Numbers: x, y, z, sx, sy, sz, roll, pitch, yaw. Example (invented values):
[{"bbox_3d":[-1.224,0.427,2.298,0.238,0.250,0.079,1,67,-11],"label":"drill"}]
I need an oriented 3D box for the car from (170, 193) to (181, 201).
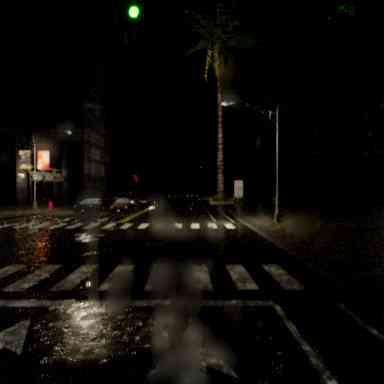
[{"bbox_3d":[-3.278,0.988,68.555,2.033,1.411,5.357,0,0,0],"label":"car"}]

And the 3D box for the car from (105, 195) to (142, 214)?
[{"bbox_3d":[-6.609,1.288,32.544,2.033,1.411,5.357,0,0,0],"label":"car"}]

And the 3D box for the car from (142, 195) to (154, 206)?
[{"bbox_3d":[-6.595,1.156,47.798,1.812,1.442,4.674,0,0,0],"label":"car"}]

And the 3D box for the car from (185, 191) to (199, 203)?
[{"bbox_3d":[-0.024,0.785,58.162,2.150,2.045,5.566,0,0,0],"label":"car"}]

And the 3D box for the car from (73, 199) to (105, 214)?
[{"bbox_3d":[-9.858,1.344,32.199,1.895,1.301,4.718,0,0,0],"label":"car"}]

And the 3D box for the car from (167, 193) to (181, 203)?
[{"bbox_3d":[-3.274,1.125,58.550,1.994,1.385,4.181,0,0,0],"label":"car"}]

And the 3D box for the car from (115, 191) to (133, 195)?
[{"bbox_3d":[-9.838,0.850,48.454,2.150,2.045,5.566,0,0,0],"label":"car"}]
